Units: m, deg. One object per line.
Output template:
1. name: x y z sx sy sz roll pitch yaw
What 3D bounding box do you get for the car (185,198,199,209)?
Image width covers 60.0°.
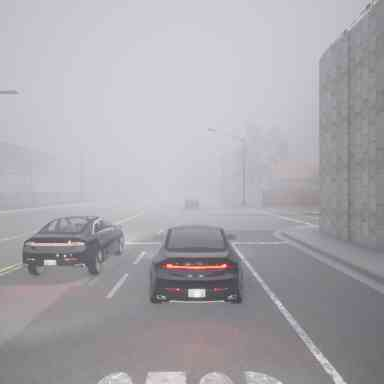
1. car: -0.013 1.491 44.174 2.128 1.511 4.902 0 0 0

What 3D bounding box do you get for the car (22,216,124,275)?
1. car: -3.426 1.492 10.450 2.128 1.511 4.902 0 0 0

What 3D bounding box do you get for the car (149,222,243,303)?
1. car: 0.080 1.505 8.181 1.837 1.490 4.892 0 0 0
